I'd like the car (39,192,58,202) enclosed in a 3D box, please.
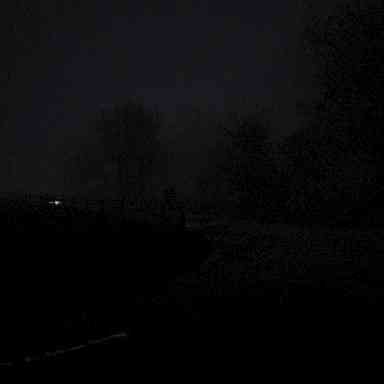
[{"bbox_3d":[-22.985,0.756,53.168,2.033,1.411,5.357,-1,1,-36],"label":"car"}]
